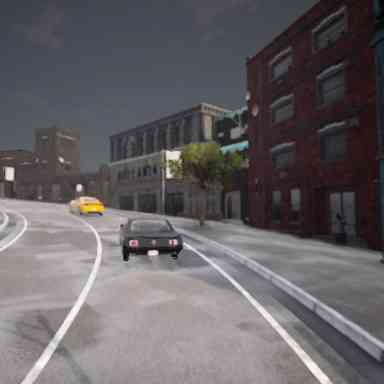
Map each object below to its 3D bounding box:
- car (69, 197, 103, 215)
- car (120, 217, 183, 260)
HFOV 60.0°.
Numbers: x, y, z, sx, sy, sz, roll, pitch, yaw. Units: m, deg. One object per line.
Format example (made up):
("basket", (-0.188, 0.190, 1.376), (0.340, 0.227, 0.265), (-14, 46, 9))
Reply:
("car", (-9.339, 1.171, 29.181), (1.882, 1.535, 5.008), (2, 0, -34))
("car", (-1.691, 1.557, 12.288), (1.895, 1.301, 4.718), (1, 0, -14))
